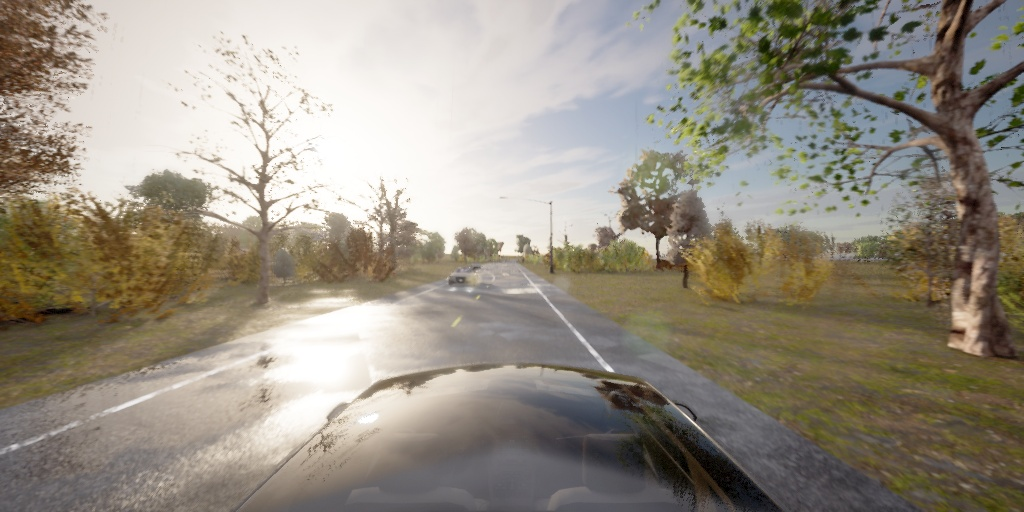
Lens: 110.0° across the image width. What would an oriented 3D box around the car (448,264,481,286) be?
[{"bbox_3d":[-3.689,1.581,27.784,1.994,1.385,4.181,0,-1,-1],"label":"car"}]
